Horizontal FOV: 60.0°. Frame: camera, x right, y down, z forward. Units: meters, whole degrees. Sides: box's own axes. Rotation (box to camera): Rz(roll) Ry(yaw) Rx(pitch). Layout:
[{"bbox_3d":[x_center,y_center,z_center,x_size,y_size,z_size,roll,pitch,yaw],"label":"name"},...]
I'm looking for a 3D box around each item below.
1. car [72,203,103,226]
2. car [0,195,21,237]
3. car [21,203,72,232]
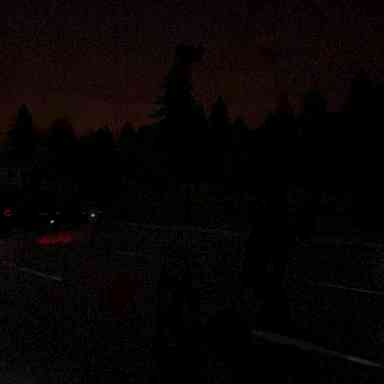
[{"bbox_3d":[-8.028,1.456,22.618,4.181,1.385,1.994,0,0,36],"label":"car"},{"bbox_3d":[-10.882,1.122,16.056,5.566,2.045,2.150,0,0,36],"label":"car"},{"bbox_3d":[-9.538,1.388,19.396,4.902,1.511,2.128,0,0,36],"label":"car"}]
